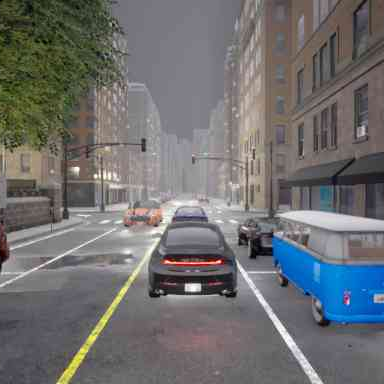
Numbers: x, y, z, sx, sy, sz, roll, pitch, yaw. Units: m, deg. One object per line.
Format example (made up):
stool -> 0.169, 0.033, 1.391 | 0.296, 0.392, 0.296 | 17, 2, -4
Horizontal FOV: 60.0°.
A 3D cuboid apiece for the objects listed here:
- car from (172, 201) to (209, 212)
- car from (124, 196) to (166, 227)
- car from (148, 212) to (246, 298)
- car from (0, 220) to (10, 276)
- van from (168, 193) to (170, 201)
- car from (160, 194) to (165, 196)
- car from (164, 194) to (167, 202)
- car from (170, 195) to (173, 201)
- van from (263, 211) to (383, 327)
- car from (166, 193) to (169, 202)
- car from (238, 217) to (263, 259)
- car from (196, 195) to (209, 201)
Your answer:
car -> -0.099, 1.472, 18.010 | 1.882, 1.535, 5.008 | 0, 0, 0
car -> -3.165, 1.347, 22.426 | 2.097, 1.767, 4.553 | 0, 0, 0
car -> 0.011, 1.503, 8.514 | 1.837, 1.490, 4.892 | 0, 0, 0
car -> -5.714, 1.314, 6.667 | 2.192, 1.841, 5.009 | 0, 0, 0
van -> -6.212, 1.310, 72.157 | 1.690, 1.788, 3.998 | 0, 0, 0
car -> -6.087, 1.520, 55.805 | 2.008, 1.369, 4.403 | 0, 0, 0
car -> -6.129, 1.513, 61.256 | 1.887, 1.381, 4.507 | 0, 0, 0
car -> -6.253, 1.521, 77.608 | 2.008, 1.369, 4.403 | 0, 0, 0
van -> 2.810, 1.340, 6.772 | 1.690, 1.788, 3.998 | 0, 0, 0
car -> -6.170, 1.513, 66.707 | 1.887, 1.381, 4.507 | 0, 0, 0
car -> 2.767, 1.563, 12.432 | 1.947, 1.339, 4.313 | 0, 0, 0
car -> 2.353, 1.408, 66.807 | 1.967, 1.590, 4.097 | 0, 0, 0
